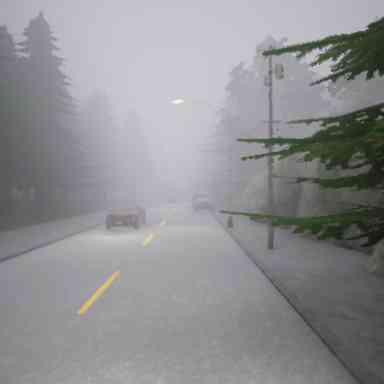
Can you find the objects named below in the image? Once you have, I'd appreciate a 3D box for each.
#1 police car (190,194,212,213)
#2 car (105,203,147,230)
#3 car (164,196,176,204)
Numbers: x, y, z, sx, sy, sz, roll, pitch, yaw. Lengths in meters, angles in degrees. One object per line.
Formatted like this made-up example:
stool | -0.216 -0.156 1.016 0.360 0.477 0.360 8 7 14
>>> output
police car | 1.148 1.381 37.979 1.930 1.638 5.238 -4 0 0
car | -4.068 1.481 21.141 1.882 1.535 5.008 0 0 0
car | -4.100 1.565 63.187 1.837 1.490 4.892 0 0 0
